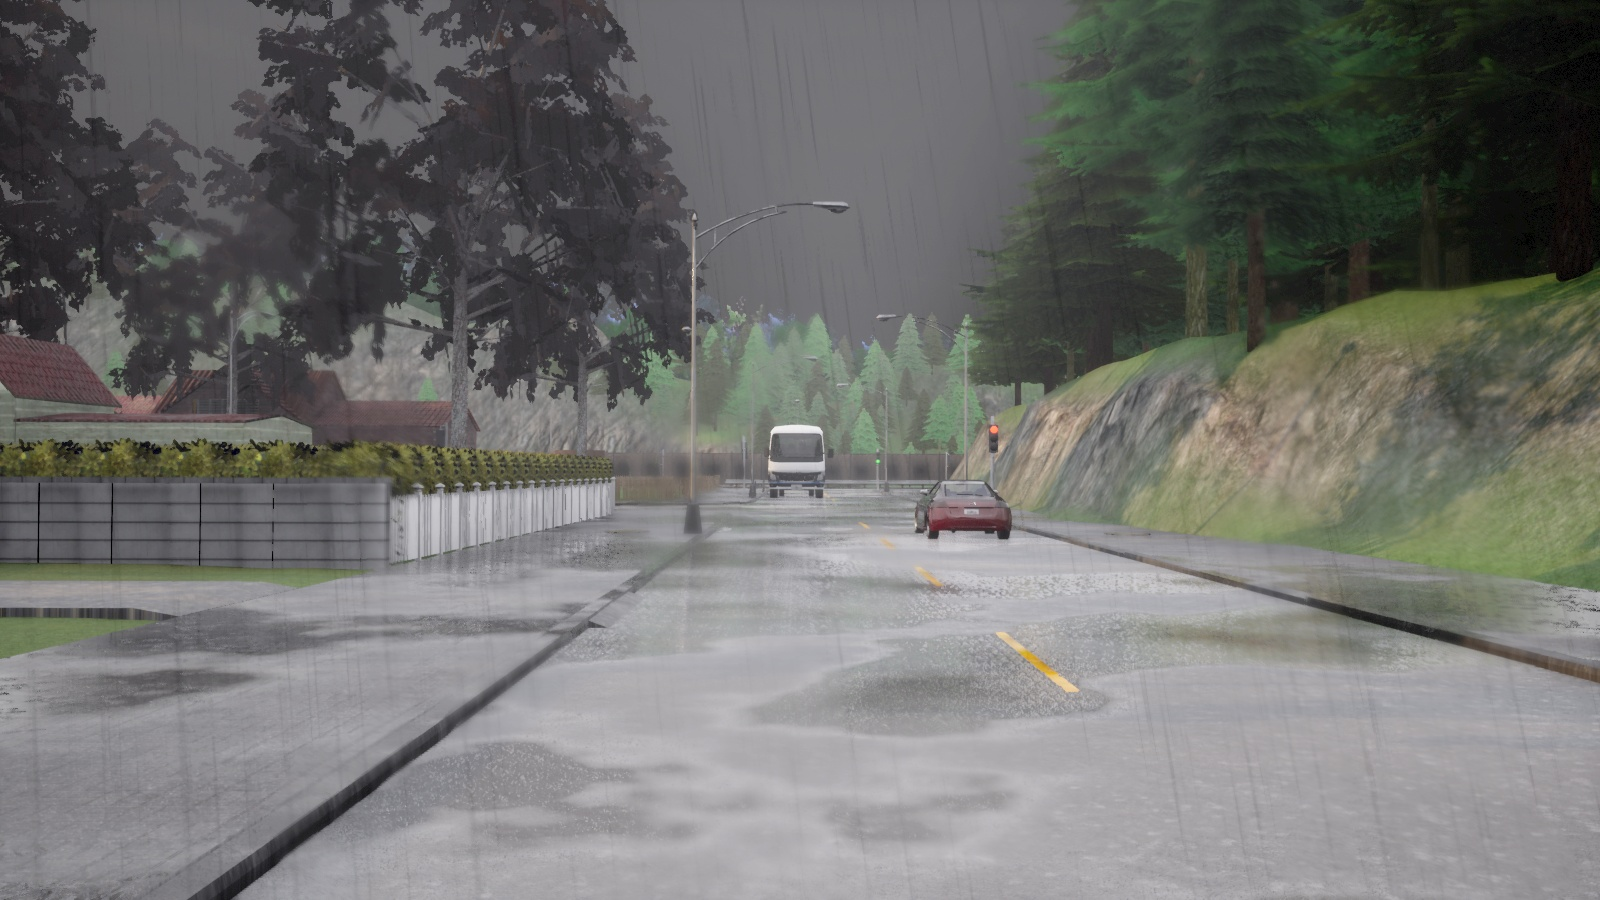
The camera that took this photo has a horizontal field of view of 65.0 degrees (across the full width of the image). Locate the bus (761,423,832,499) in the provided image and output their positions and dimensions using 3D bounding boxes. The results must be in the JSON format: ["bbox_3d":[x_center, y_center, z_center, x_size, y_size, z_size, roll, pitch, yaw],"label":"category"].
[{"bbox_3d":[-0.192,0.698,75.175,3.944,4.253,10.273,0,-1,0],"label":"bus"}]

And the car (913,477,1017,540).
[{"bbox_3d":[3.919,1.374,30.520,1.994,1.385,4.181,0,-1,0],"label":"car"}]
